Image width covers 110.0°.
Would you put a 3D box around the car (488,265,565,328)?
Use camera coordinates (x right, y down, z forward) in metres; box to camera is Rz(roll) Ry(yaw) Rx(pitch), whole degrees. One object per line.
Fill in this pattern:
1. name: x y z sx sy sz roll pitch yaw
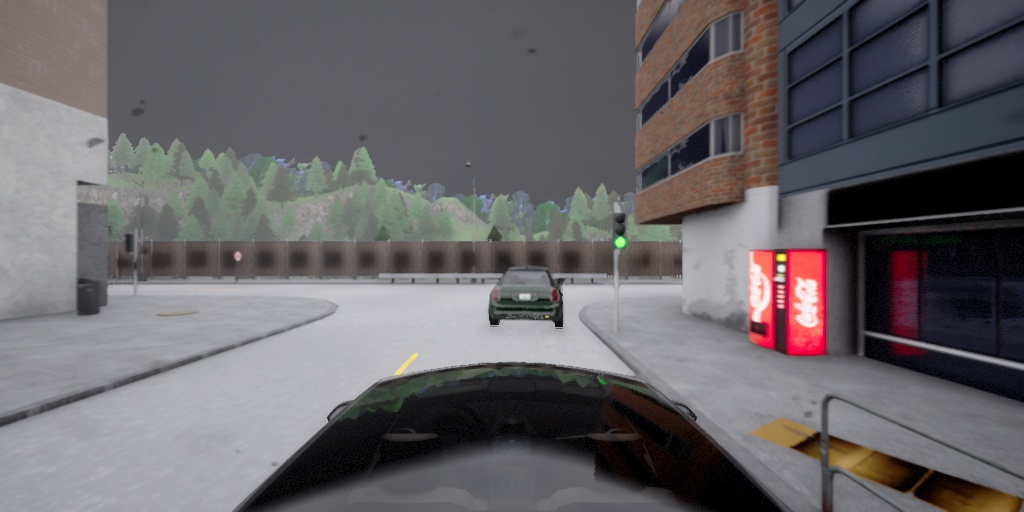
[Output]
1. car: 0.622 1.100 11.634 2.097 1.767 4.553 0 0 8
